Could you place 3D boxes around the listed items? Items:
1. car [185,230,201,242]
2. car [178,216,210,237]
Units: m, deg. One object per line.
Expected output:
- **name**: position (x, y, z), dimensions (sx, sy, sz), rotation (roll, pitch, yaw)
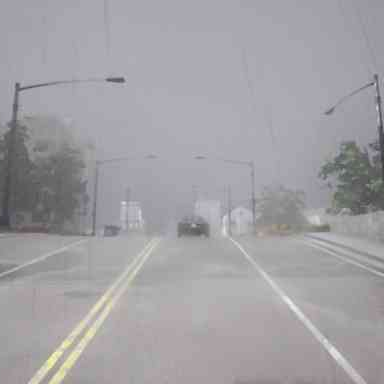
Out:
- **car**: position (0.102, 5.331, 40.045), dimensions (1.895, 1.301, 4.718), rotation (0, -10, 0)
- **car**: position (0.102, 2.305, 21.734), dimensions (1.994, 1.385, 4.181), rotation (0, -9, 0)
